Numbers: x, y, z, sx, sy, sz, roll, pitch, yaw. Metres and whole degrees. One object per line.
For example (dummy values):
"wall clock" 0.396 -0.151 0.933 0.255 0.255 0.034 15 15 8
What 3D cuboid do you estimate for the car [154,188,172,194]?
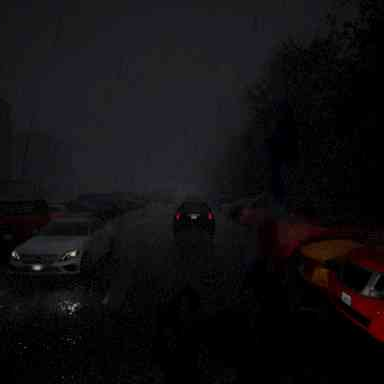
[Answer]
"car" -8.013 -0.199 91.153 4.792 1.488 2.163 0 3 0

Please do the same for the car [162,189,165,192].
"car" -8.010 0.802 63.300 4.553 1.767 2.185 0 1 0

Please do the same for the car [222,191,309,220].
"car" 5.011 1.109 21.562 5.566 2.045 2.435 0 0 0

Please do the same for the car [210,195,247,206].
"car" 5.034 1.191 46.752 5.008 1.535 2.097 0 1 0

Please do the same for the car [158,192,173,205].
"car" -3.583 1.155 50.277 1.882 1.535 5.008 0 1 0

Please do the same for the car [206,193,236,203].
"car" 5.044 1.044 57.907 5.008 1.535 2.097 0 1 0

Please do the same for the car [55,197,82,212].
"car" -8.072 1.268 15.970 4.553 1.767 2.185 0 0 0

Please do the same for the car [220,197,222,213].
"car" 5.046 1.325 27.134 4.892 1.521 2.231 0 0 0

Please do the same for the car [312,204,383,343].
"car" 5.012 1.204 4.852 5.566 2.045 2.435 0 0 0

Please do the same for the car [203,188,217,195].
"car" 5.067 0.842 55.114 5.566 2.045 2.435 0 1 0

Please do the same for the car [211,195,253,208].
"car" 5.224 1.208 43.843 5.366 1.575 1.946 0 0 0

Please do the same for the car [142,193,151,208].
"car" -7.855 1.246 38.237 5.366 1.575 1.946 0 0 0

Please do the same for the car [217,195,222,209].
"car" 5.044 1.306 29.919 5.008 1.535 2.097 0 0 0

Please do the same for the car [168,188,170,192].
"car" -8.071 0.502 77.242 4.792 1.488 2.163 0 2 0

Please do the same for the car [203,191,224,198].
"car" 5.009 0.494 77.423 4.792 1.488 2.163 0 2 0

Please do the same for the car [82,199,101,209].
"car" -8.226 1.374 18.754 5.366 1.575 1.946 0 0 0

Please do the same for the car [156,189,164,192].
"car" -8.010 0.866 60.521 4.553 1.767 2.185 0 1 0

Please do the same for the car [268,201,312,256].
"car" 5.007 1.300 10.425 4.553 1.767 2.185 0 0 0

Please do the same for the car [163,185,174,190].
"car" -8.013 -0.031 82.791 5.566 2.045 2.435 0 3 0

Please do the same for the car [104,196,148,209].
"car" -8.046 1.230 41.020 5.008 1.535 2.097 0 0 0

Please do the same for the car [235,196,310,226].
"car" 5.008 1.251 18.779 4.553 1.767 2.185 0 0 0

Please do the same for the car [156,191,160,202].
"car" -8.047 1.096 54.948 5.008 1.535 2.097 0 1 0

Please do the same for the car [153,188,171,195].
"car" -8.011 -0.197 88.362 4.553 1.767 2.185 0 3 0

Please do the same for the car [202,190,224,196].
"car" 5.224 0.214 82.867 5.366 1.575 1.946 0 3 0

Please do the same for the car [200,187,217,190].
"car" 5.224 0.346 80.075 5.366 1.575 1.946 0 3 0

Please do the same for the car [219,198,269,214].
"car" 5.042 1.328 32.704 4.674 1.452 2.002 0 0 0

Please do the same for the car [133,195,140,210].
"car" -8.034 1.289 32.671 4.892 1.521 2.231 0 0 0

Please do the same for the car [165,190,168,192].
"car" -8.071 0.800 68.877 4.792 1.488 2.163 0 2 0

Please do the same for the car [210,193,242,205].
"car" 5.070 1.041 49.536 4.553 1.767 2.185 0 1 0

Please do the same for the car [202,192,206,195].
"car" 0.099 1.149 34.288 2.097 1.767 4.553 0 0 0

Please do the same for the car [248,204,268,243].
"car" 5.034 1.410 13.210 5.008 1.535 2.097 0 0 0

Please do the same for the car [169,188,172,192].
"car" -8.048 0.352 80.017 4.892 1.521 2.231 0 2 0

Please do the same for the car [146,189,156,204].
"car" -8.013 0.960 43.801 5.566 2.045 2.435 0 0 0

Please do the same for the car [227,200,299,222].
"car" 5.068 1.372 24.351 4.792 1.488 2.163 0 0 0

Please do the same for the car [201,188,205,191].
"car" 5.033 0.573 74.632 5.008 1.535 2.097 0 2 0

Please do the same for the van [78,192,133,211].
"van" -7.924 1.080 29.885 4.442 1.987 1.878 0 0 0

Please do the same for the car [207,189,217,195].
"car" 5.011 0.979 41.057 5.566 2.045 2.435 0 0 0

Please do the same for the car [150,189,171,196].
"car" -8.047 0.079 85.594 5.008 1.535 2.097 0 3 0

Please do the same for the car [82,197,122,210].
"car" -8.046 1.342 24.321 5.008 1.535 2.097 0 0 0

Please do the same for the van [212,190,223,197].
"van" 4.923 1.024 38.272 4.442 1.987 1.878 0 0 0

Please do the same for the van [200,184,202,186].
"van" 4.911 -0.614 94.001 4.442 1.987 1.878 -1 3 0

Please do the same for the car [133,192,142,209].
"car" -8.072 1.142 35.578 4.553 1.767 2.185 0 0 0

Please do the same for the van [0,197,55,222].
"van" -8.158 1.183 13.249 4.442 1.987 1.878 0 0 0

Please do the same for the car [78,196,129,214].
"car" -8.035 1.324 27.104 5.008 1.535 2.097 0 0 0

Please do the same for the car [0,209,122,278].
"car" -3.600 1.473 10.062 1.812 1.442 4.674 0 0 0

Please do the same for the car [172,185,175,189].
"car" -8.071 -0.356 93.932 4.792 1.488 2.163 0 3 0

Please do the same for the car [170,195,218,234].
"car" 0.099 1.251 18.402 2.097 1.767 4.553 0 0 0

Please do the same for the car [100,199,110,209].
"car" -8.038 1.400 21.537 4.674 1.452 2.002 0 0 0

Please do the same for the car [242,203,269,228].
"car" 5.042 1.433 15.994 4.674 1.452 2.002 0 0 0

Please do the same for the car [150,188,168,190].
"car" -8.073 0.554 71.658 4.553 1.767 2.185 0 2 0

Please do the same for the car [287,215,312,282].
"car" 5.044 1.440 7.640 5.008 1.535 2.097 0 0 0
